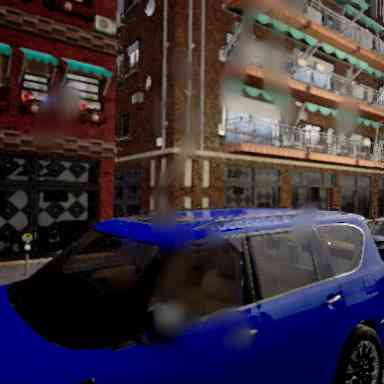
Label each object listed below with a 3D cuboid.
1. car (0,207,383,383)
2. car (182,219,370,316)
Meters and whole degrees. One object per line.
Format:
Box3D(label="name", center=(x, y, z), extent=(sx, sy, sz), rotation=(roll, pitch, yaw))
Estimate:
Box3D(label="car", center=(-0.154, 1.225, 3.270), extent=(5.566, 2.045, 2.150), rotation=(0, 0, -36))
Box3D(label="car", center=(2.246, 1.542, 8.160), extent=(4.829, 1.417, 1.752), rotation=(0, 1, -36))
